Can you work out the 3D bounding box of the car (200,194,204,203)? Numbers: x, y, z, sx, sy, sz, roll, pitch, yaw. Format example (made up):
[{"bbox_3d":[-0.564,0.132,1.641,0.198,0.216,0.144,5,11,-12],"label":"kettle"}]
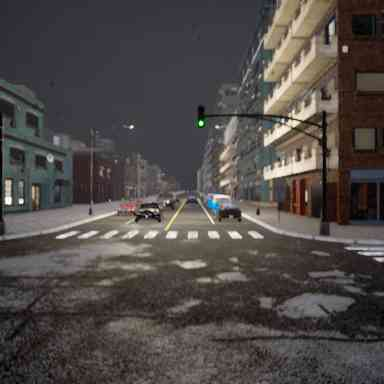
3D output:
[{"bbox_3d":[2.707,1.298,53.193,1.752,1.417,4.829,1,0,0],"label":"car"}]

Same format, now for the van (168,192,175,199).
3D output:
[{"bbox_3d":[-5.666,0.910,92.047,1.690,1.788,3.998,1,0,0],"label":"van"}]

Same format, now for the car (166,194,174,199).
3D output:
[{"bbox_3d":[-5.670,1.166,86.467,1.947,1.339,4.313,1,0,0],"label":"car"}]

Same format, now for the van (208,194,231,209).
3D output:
[{"bbox_3d":[2.707,1.216,30.699,1.690,1.788,3.998,1,0,0],"label":"van"}]

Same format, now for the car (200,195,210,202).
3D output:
[{"bbox_3d":[2.709,1.256,69.766,1.947,1.339,4.313,1,0,0],"label":"car"}]

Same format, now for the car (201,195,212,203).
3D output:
[{"bbox_3d":[2.708,1.284,64.185,1.947,1.339,4.313,1,0,0],"label":"car"}]

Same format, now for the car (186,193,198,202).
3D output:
[{"bbox_3d":[0.005,1.066,64.997,2.097,1.767,4.553,0,0,0],"label":"car"}]

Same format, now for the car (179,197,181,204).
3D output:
[{"bbox_3d":[-3.004,1.350,58.153,1.895,1.301,4.718,0,0,0],"label":"car"}]

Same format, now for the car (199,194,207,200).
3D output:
[{"bbox_3d":[2.710,1.175,80.928,1.887,1.381,4.507,1,0,0],"label":"car"}]

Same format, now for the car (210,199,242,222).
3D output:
[{"bbox_3d":[2.704,1.449,25.121,2.008,1.369,4.403,1,0,0],"label":"car"}]

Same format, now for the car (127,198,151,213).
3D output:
[{"bbox_3d":[-5.675,1.395,36.246,1.887,1.381,4.507,1,0,0],"label":"car"}]

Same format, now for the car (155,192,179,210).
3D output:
[{"bbox_3d":[-3.074,1.058,39.667,2.150,2.045,5.566,0,0,0],"label":"car"}]

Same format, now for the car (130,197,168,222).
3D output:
[{"bbox_3d":[-3.091,1.404,25.029,1.837,1.490,4.892,0,0,0],"label":"car"}]

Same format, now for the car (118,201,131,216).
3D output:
[{"bbox_3d":[-5.676,1.457,30.666,1.802,1.307,4.206,1,0,0],"label":"car"}]

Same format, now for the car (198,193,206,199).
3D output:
[{"bbox_3d":[2.711,1.120,92.089,2.008,1.369,4.403,1,0,0],"label":"car"}]

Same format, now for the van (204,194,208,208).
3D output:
[{"bbox_3d":[2.709,1.167,41.862,1.690,1.788,3.998,1,0,0],"label":"van"}]

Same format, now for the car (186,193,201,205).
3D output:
[{"bbox_3d":[0.005,1.328,54.987,1.994,1.385,4.181,0,0,0],"label":"car"}]
